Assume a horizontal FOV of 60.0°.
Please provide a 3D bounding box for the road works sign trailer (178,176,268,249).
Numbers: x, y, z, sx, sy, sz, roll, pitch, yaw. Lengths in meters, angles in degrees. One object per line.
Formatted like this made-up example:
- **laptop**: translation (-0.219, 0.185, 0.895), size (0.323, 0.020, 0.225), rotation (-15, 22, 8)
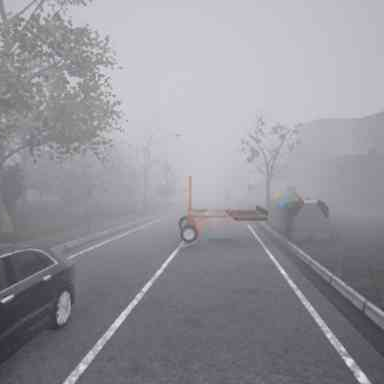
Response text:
- **road works sign trailer**: translation (1.223, 0.748, 14.171), size (3.560, 2.880, 2.380), rotation (0, 5, -4)

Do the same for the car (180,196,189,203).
- **car**: translation (-1.642, 1.685, 75.334), size (1.882, 1.535, 5.008), rotation (-1, 0, -10)

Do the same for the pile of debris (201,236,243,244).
- **pile of debris**: translation (1.374, 2.201, 15.457), size (1.860, 0.140, 1.500), rotation (0, 0, 3)

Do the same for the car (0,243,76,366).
- **car**: translation (-3.112, 1.512, 4.173), size (1.837, 1.490, 4.892), rotation (0, 0, 4)
